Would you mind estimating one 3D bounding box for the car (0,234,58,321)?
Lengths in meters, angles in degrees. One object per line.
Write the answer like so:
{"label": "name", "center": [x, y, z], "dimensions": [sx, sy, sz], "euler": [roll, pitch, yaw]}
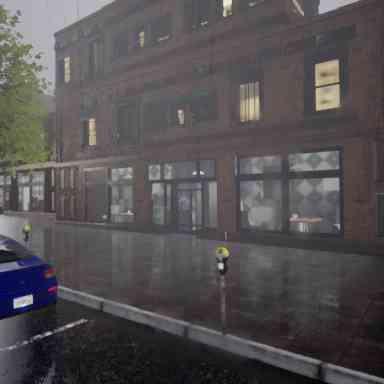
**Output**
{"label": "car", "center": [-4.472, 1.527, 6.491], "dimensions": [4.674, 1.442, 1.812], "euler": [0, 0, 36]}
